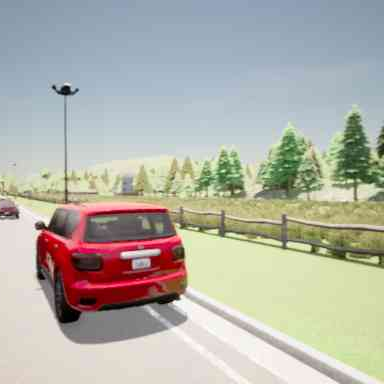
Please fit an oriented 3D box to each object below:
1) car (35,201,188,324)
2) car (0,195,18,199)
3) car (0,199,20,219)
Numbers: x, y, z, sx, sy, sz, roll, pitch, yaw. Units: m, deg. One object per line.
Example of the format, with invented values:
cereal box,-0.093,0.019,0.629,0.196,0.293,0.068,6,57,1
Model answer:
car,-2.160,1.231,7.576,2.150,2.045,5.566,0,0,-30
car,-21.679,1.453,38.495,2.097,1.767,4.553,0,0,-29
car,-16.516,1.602,29.759,1.812,1.442,4.674,0,0,-30
